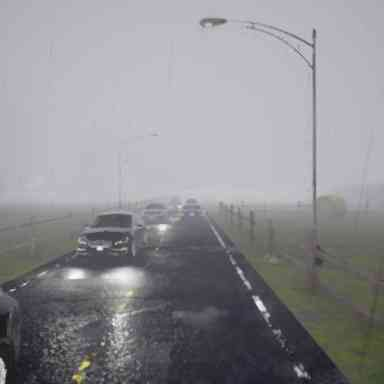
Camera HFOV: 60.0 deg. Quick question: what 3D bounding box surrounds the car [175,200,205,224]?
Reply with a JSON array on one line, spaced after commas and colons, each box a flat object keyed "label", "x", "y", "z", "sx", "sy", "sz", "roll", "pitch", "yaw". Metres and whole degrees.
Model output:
[{"label": "car", "x": 0.008, "y": 1.593, "z": 25.502, "sx": 2.033, "sy": 1.411, "sz": 5.357, "roll": 0, "pitch": 0, "yaw": 0}]

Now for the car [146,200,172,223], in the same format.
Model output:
[{"label": "car", "x": -2.825, "y": 1.573, "z": 25.783, "sx": 1.812, "sy": 1.442, "sz": 4.674, "roll": 0, "pitch": 0, "yaw": 0}]

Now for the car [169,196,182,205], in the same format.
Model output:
[{"label": "car", "x": -2.918, "y": 1.485, "z": 59.096, "sx": 2.097, "sy": 1.767, "sz": 4.553, "roll": 0, "pitch": 0, "yaw": 0}]

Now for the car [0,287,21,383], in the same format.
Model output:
[{"label": "car", "x": -2.852, "y": 1.510, "z": 1.864, "sx": 1.837, "sy": 1.490, "sz": 4.892, "roll": 0, "pitch": 0, "yaw": 0}]

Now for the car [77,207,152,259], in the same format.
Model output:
[{"label": "car", "x": -2.867, "y": 1.527, "z": 12.772, "sx": 1.837, "sy": 1.490, "sz": 4.892, "roll": 0, "pitch": 0, "yaw": 0}]

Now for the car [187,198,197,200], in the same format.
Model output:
[{"label": "car", "x": -0.011, "y": 1.569, "z": 44.470, "sx": 1.882, "sy": 1.535, "sz": 5.008, "roll": 0, "pitch": 0, "yaw": 0}]
